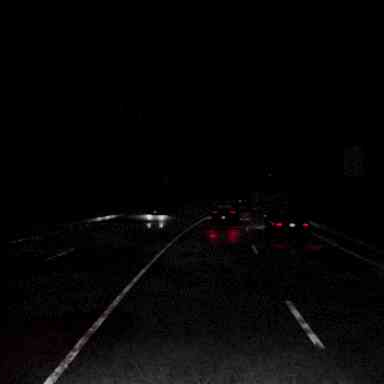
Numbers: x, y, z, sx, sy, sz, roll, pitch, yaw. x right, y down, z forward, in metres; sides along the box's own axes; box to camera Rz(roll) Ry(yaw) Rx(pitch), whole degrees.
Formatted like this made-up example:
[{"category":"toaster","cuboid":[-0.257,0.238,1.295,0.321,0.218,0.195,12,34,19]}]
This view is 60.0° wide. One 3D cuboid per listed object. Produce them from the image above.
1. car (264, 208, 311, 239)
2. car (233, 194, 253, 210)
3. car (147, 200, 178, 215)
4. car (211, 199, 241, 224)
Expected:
[{"category":"car","cuboid":[4.895,1.550,17.566,2.033,1.411,5.357,0,0,8]},{"category":"car","cuboid":[6.410,1.209,42.268,2.150,2.045,5.566,0,0,15]},{"category":"car","cuboid":[-2.928,1.514,34.209,2.033,1.411,5.357,0,0,13]},{"category":"car","cuboid":[2.507,1.517,24.664,1.812,1.442,4.674,0,0,9]}]
